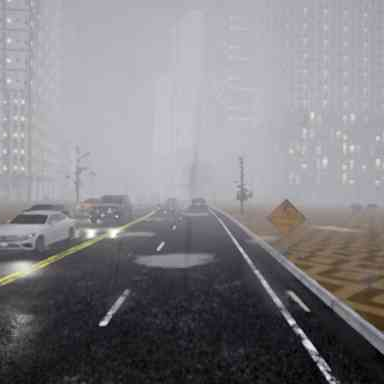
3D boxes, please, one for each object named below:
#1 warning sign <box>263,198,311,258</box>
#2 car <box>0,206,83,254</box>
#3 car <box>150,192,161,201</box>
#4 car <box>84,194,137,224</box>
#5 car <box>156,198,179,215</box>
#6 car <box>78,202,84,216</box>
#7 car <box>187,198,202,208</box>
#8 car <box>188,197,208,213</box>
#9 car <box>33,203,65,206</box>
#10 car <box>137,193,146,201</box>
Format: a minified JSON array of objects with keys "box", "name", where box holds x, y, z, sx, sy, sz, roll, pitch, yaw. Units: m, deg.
[{"box":[3.117,1.148,11.031,1.300,1.860,1.060,1,0,1],"name":"warning sign"},{"box":[-6.284,1.504,13.568,1.812,1.442,4.674,0,0,2],"name":"car"},{"box":[-8.301,0.931,75.184,2.150,2.045,5.566,0,0,-6],"name":"car"},{"box":[-5.999,1.209,25.369,2.150,2.045,5.566,0,0,1],"name":"car"},{"box":[-2.542,1.616,33.989,1.895,1.301,4.718,0,0,0],"name":"car"},{"box":[-9.157,1.329,31.015,2.097,1.767,4.553,0,0,1],"name":"car"},{"box":[0.359,1.632,49.291,1.895,1.301,4.718,0,0,-3],"name":"car"},{"box":[0.697,1.387,37.942,2.097,1.767,4.553,0,0,-1],"name":"car"},{"box":[-9.344,1.471,21.293,1.837,1.490,4.892,0,0,1],"name":"car"},{"box":[-11.534,1.045,74.847,2.097,1.767,4.553,0,0,-6],"name":"car"}]
